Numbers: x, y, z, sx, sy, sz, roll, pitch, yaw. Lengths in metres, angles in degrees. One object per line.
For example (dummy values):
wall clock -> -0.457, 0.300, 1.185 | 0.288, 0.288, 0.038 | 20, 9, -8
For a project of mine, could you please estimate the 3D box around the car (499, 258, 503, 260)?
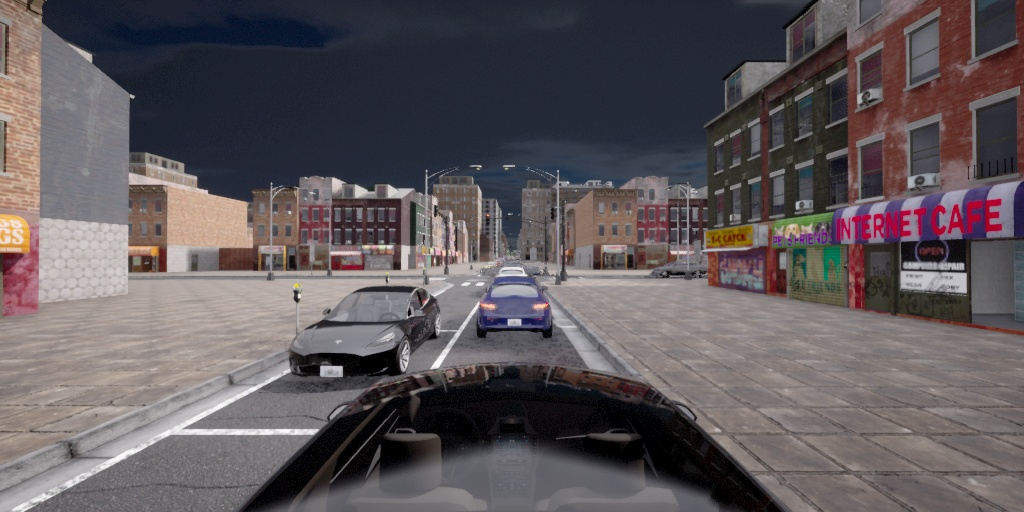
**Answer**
car -> -2.694, 1.355, 50.793 | 1.888, 1.381, 4.507 | 0, 0, 0

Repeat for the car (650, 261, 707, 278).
car -> 15.257, 1.240, 33.018 | 4.902, 1.511, 2.128 | 0, 0, 0

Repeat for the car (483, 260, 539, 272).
car -> -0.072, 1.329, 33.017 | 5.357, 1.411, 2.033 | 0, 0, 0

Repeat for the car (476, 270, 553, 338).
car -> 0.069, 1.278, 10.100 | 1.812, 1.442, 4.674 | 0, 0, 0

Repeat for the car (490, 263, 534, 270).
car -> -0.003, 1.284, 19.234 | 1.812, 1.442, 4.674 | 0, 0, 0

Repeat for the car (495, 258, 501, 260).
car -> -2.688, 1.323, 45.018 | 1.751, 1.417, 4.829 | 0, 0, 0

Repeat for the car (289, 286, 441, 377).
car -> -2.645, 1.317, 7.420 | 1.948, 1.339, 4.313 | 0, 0, 0
